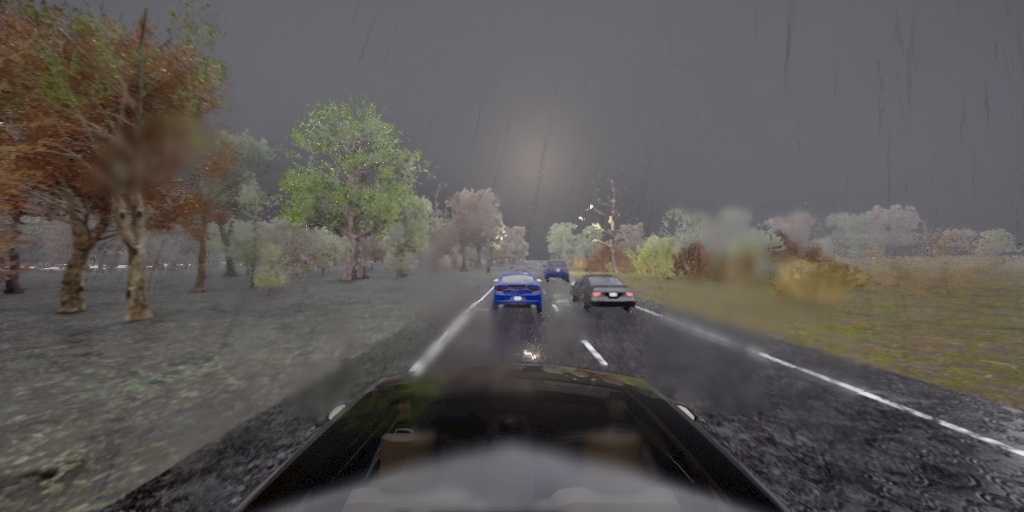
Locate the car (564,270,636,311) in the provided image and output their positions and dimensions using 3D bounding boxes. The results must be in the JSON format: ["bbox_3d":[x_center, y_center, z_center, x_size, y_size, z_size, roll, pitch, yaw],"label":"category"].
[{"bbox_3d":[3.739,1.493,15.568,2.033,1.411,5.357,0,-1,1],"label":"car"}]

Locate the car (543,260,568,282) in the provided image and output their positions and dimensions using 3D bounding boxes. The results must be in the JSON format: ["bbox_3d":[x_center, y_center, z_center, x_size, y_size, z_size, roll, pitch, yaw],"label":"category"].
[{"bbox_3d":[4.302,1.441,35.371,2.150,2.045,5.566,0,-1,2],"label":"car"}]

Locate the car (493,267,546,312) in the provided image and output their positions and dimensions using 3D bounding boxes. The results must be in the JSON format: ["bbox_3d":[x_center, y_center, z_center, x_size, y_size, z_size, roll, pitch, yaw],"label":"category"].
[{"bbox_3d":[0.242,1.418,15.431,1.882,1.535,5.008,0,-1,1],"label":"car"}]

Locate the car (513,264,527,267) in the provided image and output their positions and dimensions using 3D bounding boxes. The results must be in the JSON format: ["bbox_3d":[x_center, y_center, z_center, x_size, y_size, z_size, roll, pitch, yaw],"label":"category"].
[{"bbox_3d":[0.829,1.578,35.956,2.097,1.767,4.553,0,-1,2],"label":"car"}]
